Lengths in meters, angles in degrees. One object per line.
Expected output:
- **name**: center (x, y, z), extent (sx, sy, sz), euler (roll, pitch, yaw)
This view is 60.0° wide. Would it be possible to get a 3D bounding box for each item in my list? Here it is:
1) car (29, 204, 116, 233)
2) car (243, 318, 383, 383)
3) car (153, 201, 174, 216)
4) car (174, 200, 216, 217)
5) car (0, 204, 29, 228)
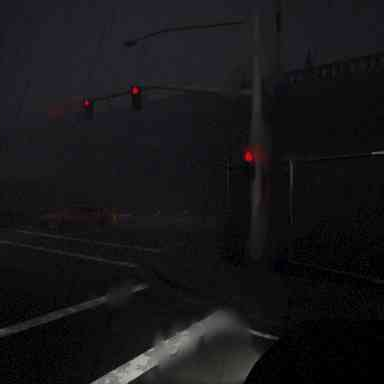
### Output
- **car**: center (-7.011, 1.533, 20.634), extent (1.882, 1.535, 5.008), euler (0, 0, 34)
- **car**: center (2.940, 1.547, 1.869), extent (5.357, 1.411, 2.033), euler (0, 0, 36)
- **car**: center (-1.616, 1.603, 34.378), extent (2.033, 1.411, 5.357), euler (0, 0, 35)
- **car**: center (0.878, 1.547, 31.849), extent (2.128, 1.511, 4.902), euler (0, 0, 35)
- **car**: center (-11.332, 1.529, 20.725), extent (1.882, 1.535, 5.008), euler (0, 0, 35)
